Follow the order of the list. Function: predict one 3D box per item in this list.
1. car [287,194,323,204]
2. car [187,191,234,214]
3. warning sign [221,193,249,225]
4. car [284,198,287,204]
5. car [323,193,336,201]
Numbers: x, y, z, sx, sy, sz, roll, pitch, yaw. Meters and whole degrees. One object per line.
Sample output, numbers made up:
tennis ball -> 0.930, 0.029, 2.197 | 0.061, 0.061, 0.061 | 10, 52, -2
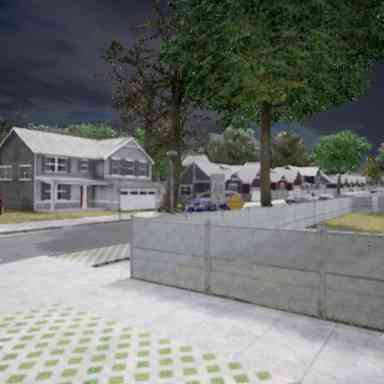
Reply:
car -> 13.791, 1.040, 40.301 | 2.128, 1.511, 4.902 | 1, 2, 36
car -> 1.895, 0.920, 28.541 | 2.150, 2.045, 5.566 | 1, 2, 35
warning sign -> 2.642, 0.992, 20.347 | 1.300, 1.860, 1.060 | 1, 0, 35
car -> 14.573, 0.963, 46.213 | 2.033, 1.411, 5.357 | 1, 2, 35
car -> 19.782, 0.920, 48.792 | 1.812, 1.442, 4.674 | 1, 2, 35
